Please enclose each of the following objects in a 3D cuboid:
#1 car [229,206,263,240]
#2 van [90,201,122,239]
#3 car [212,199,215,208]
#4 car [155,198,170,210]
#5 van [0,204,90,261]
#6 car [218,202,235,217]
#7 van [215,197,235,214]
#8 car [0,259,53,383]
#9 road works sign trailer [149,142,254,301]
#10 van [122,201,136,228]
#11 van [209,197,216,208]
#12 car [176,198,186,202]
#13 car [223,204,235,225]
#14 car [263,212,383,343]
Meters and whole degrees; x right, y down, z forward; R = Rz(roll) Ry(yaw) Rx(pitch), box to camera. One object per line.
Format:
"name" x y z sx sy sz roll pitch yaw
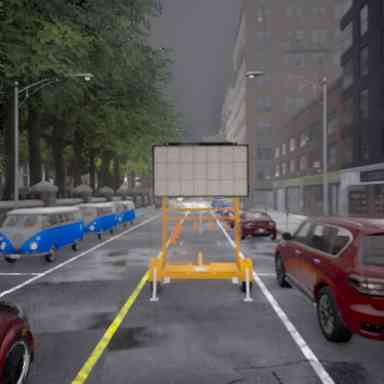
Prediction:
"car" 3.282 1.684 17.776 1.887 1.381 4.507 0 0 1
"van" -5.243 1.514 17.937 1.690 1.788 3.998 0 0 1
"car" 3.774 1.857 40.412 1.887 1.381 4.507 0 0 1
"car" -4.504 1.743 51.876 2.192 1.841 5.009 0 0 1
"van" -5.366 1.468 12.281 1.690 1.788 3.998 0 0 1
"car" 3.528 1.809 29.094 1.802 1.307 4.206 0 0 1
"van" 3.650 1.612 34.754 1.690 1.788 3.998 0 0 1
"car" -2.910 1.596 2.309 1.994 1.385 4.181 0 -1 1
"road works sign trailer" 0.220 0.538 8.483 2.380 3.560 2.880 0 0 1
"van" -5.120 1.559 23.594 1.690 1.788 3.998 0 0 1
"van" 4.019 1.735 51.731 1.690 1.788 3.998 0 0 1
"car" -3.558 2.241 95.382 1.752 1.417 4.829 0 0 1
"car" 3.406 1.766 23.434 1.802 1.307 4.206 0 0 1
"car" 3.034 1.360 6.460 2.192 1.841 5.009 0 0 1
